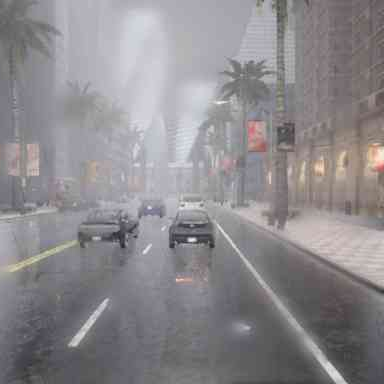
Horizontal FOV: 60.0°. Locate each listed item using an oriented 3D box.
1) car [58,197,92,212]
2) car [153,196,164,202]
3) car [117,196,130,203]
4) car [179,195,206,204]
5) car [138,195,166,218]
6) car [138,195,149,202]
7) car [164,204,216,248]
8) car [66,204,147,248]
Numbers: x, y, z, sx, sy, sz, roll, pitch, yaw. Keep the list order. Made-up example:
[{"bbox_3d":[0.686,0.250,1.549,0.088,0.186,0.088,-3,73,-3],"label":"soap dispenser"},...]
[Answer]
[{"bbox_3d":[-13.619,1.351,38.278,2.185,1.767,4.553,0,0,-1],"label":"car"},{"bbox_3d":[-7.416,1.525,74.918,2.033,1.411,5.357,0,0,-1],"label":"car"},{"bbox_3d":[-13.925,1.478,67.652,2.231,1.521,4.892,0,0,-1],"label":"car"},{"bbox_3d":[0.029,1.255,29.651,2.150,2.045,5.566,0,0,0],"label":"car"},{"bbox_3d":[-3.472,1.363,29.611,2.097,1.767,4.553,0,0,0],"label":"car"},{"bbox_3d":[-10.916,1.486,74.880,1.837,1.490,4.892,0,0,-1],"label":"car"},{"bbox_3d":[0.000,1.513,14.650,1.837,1.490,4.892,0,0,0],"label":"car"},{"bbox_3d":[-3.500,1.492,14.650,2.128,1.511,4.902,0,0,0],"label":"car"}]
